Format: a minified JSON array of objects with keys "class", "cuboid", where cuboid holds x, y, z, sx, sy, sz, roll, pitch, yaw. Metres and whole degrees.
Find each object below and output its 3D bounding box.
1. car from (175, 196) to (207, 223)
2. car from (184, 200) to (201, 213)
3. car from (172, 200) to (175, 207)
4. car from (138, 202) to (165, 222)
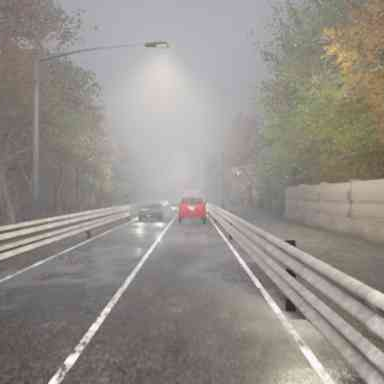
[{"class":"car","cuboid":[0.014,1.354,26.897,2.150,2.045,5.566,0,0,0]},{"class":"car","cuboid":[0.064,1.835,43.328,2.128,1.511,4.902,0,-1,0]},{"class":"car","cuboid":[-3.250,2.410,69.972,2.128,1.511,4.902,0,-1,0]},{"class":"car","cuboid":[-3.347,1.646,28.150,1.837,1.490,4.892,0,-1,0]}]
